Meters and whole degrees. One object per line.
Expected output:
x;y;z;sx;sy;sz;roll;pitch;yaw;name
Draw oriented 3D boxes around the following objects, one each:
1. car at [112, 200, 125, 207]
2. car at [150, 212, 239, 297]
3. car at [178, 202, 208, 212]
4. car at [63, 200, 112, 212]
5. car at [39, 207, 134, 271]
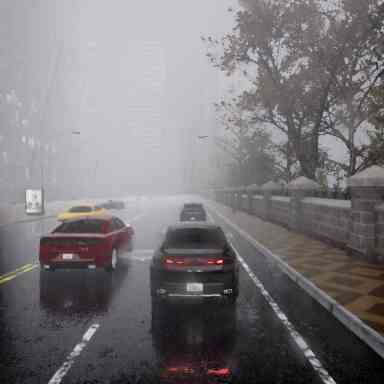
-9.780;1.605;41.582;1.895;1.301;4.718;0;0;0;car
0.067;1.503;8.529;1.837;1.490;4.892;0;0;0;car
0.071;1.504;24.212;1.837;1.490;4.892;0;0;0;car
-6.602;1.475;20.399;1.882;1.535;5.008;0;0;0;car
-3.151;1.475;10.886;1.882;1.535;5.008;0;0;0;car
